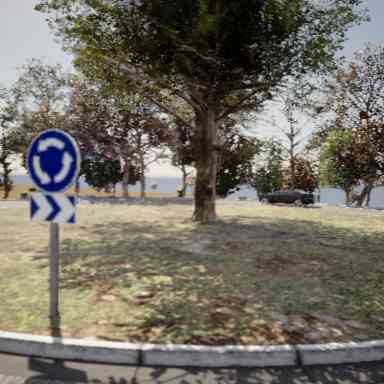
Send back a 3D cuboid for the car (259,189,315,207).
[{"bbox_3d":[8.549,0.463,30.253,5.008,1.535,1.882,3,2,35],"label":"car"}]
